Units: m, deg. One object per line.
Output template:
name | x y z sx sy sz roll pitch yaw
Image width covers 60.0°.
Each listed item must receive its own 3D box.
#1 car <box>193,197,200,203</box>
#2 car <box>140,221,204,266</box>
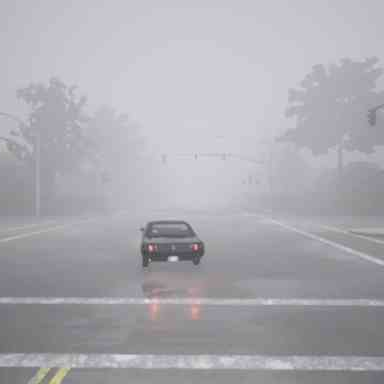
car | 1.177 2.039 87.808 1.812 1.442 4.674 0 0 0
car | -0.898 1.672 11.914 1.895 1.301 4.718 0 0 -9
